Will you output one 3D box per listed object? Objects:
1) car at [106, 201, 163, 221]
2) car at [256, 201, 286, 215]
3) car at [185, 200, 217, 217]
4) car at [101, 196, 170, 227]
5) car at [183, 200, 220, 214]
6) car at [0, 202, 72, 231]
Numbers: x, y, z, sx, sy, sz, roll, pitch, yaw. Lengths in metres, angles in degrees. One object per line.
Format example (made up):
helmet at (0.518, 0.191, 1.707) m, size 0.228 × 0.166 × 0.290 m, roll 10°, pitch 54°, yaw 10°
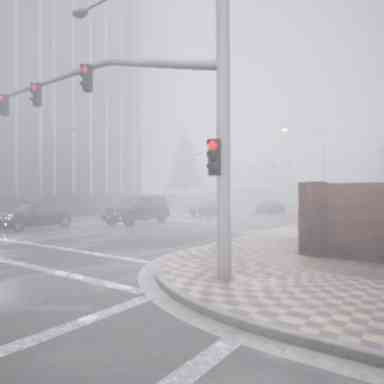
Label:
car at (-4.879, 1.578, 29.010) m, size 1.882 × 1.535 × 5.008 m, roll 0°, pitch 0°, yaw 35°
car at (8.376, 1.618, 35.226) m, size 1.994 × 1.385 × 4.181 m, roll 0°, pitch 0°, yaw 35°
car at (1.722, 1.679, 32.238) m, size 1.895 × 1.301 × 4.718 m, roll 0°, pitch 0°, yaw 35°
car at (-3.951, 1.305, 24.284) m, size 2.150 × 2.045 × 5.566 m, roll 0°, pitch 0°, yaw 35°
car at (1.103, 1.620, 37.380) m, size 1.812 × 1.442 × 4.674 m, roll 0°, pitch 0°, yaw 36°
car at (-10.230, 1.457, 21.495) m, size 2.097 × 1.767 × 4.553 m, roll 0°, pitch 0°, yaw 35°
